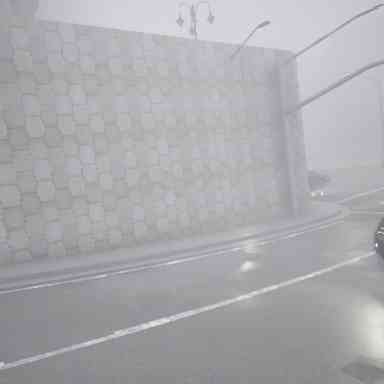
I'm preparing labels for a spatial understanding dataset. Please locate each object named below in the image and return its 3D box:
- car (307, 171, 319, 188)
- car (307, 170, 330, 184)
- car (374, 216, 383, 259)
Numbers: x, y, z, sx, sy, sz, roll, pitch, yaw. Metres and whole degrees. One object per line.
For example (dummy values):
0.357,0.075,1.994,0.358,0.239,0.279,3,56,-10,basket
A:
8.044,-0.736,29.580,2.033,1.411,5.357,-11,7,-35,car
10.713,-1.340,31.787,1.837,1.490,4.892,-11,6,-34,car
7.264,0.681,9.169,5.566,2.045,2.150,-7,4,-35,car
